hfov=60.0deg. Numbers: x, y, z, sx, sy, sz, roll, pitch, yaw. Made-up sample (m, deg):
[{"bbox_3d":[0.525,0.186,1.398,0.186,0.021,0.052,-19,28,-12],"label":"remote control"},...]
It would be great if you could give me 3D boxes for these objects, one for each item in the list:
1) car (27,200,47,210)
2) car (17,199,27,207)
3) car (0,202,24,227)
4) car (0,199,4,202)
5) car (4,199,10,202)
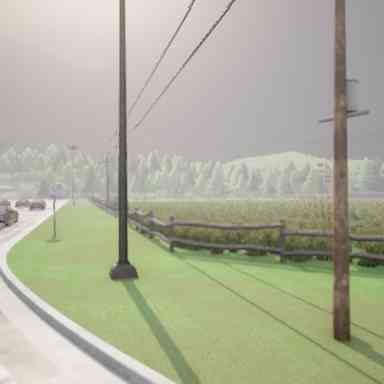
[{"bbox_3d":[-22.186,1.810,48.019,1.812,1.442,4.674,0,0,-19],"label":"car"},{"bbox_3d":[-29.128,1.897,57.367,2.033,1.411,5.357,0,0,-19],"label":"car"},{"bbox_3d":[-13.862,1.700,23.990,2.033,1.411,5.357,0,0,-19],"label":"car"},{"bbox_3d":[-21.103,1.748,34.197,1.812,1.442,4.674,0,0,-19],"label":"car"},{"bbox_3d":[-33.192,1.916,58.101,2.033,1.411,5.357,0,0,-19],"label":"car"}]
